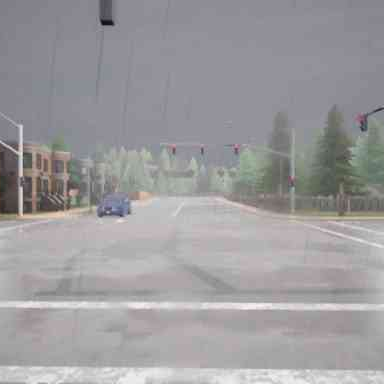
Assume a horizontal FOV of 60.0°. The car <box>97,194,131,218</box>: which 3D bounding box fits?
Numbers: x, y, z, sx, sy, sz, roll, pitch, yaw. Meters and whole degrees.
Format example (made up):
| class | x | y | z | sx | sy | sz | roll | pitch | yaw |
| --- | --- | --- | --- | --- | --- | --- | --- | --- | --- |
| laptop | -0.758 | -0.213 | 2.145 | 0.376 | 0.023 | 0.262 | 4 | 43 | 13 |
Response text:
| class | x | y | z | sx | sy | sz | roll | pitch | yaw |
| --- | --- | --- | --- | --- | --- | --- | --- | --- | --- |
| car | -6.998 | 1.274 | 30.524 | 2.150 | 2.045 | 5.566 | 0 | 2 | 0 |
